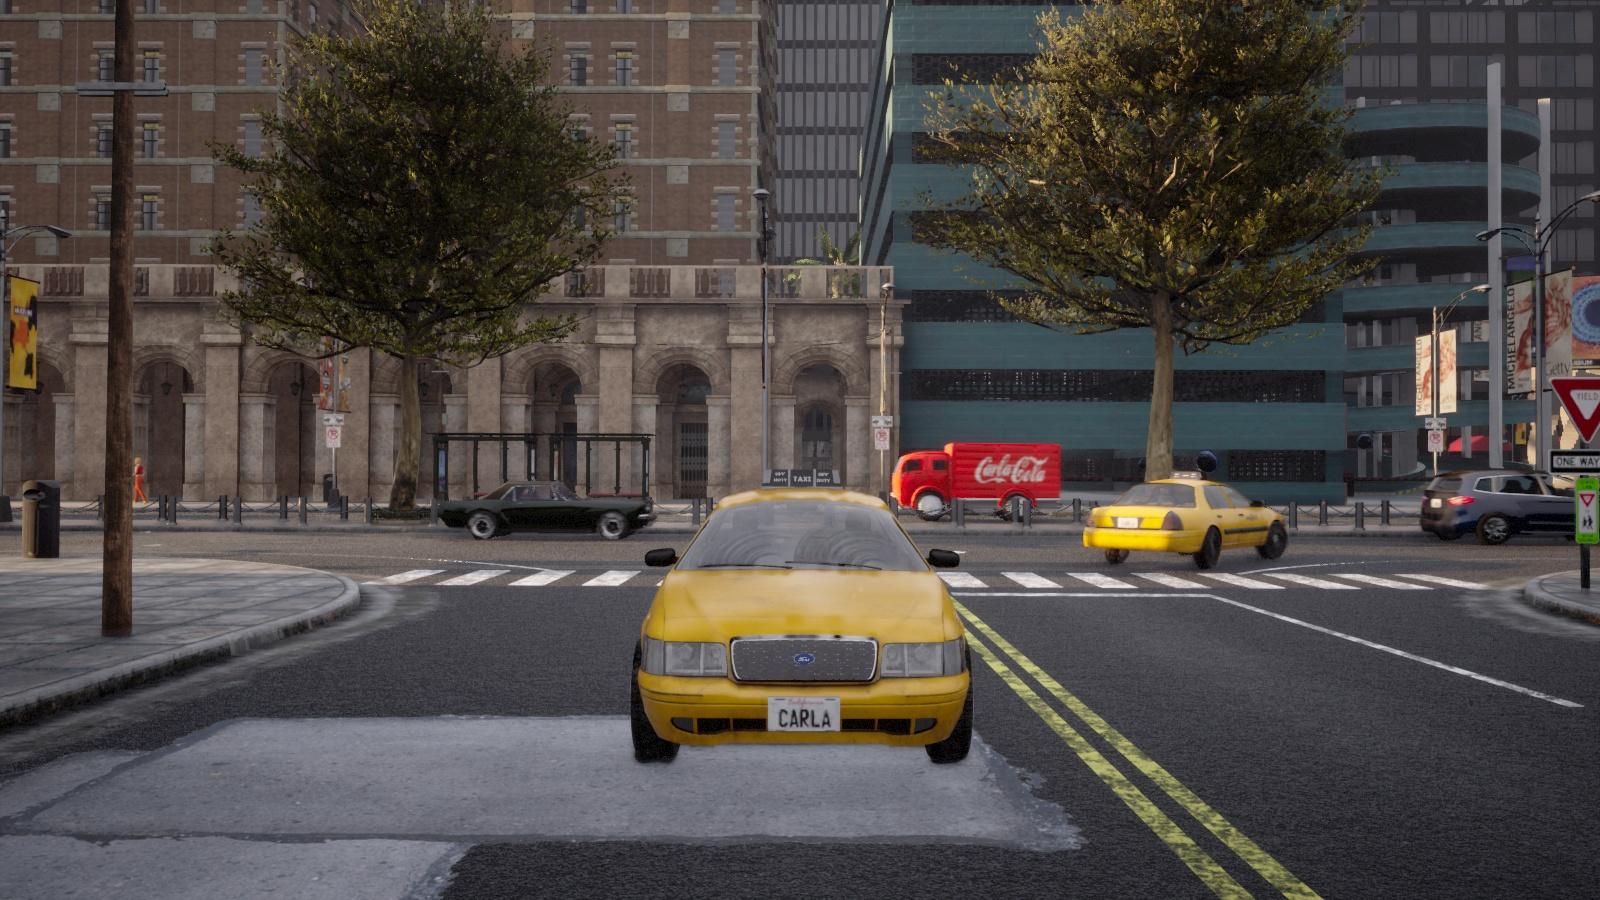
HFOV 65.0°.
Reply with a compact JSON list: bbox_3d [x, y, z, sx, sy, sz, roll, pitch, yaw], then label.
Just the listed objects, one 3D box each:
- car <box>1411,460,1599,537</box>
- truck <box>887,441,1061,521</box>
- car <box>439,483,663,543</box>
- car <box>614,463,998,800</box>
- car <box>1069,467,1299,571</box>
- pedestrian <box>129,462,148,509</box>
[{"bbox_3d":[16.648,1.067,28.315,4.611,1.667,2.242,0,-1,1],"label":"car"},{"bbox_3d":[5.440,0.976,39.975,5.204,2.467,2.627,0,-1,1],"label":"truck"},{"bbox_3d":[-5.592,1.417,28.618,4.718,1.301,1.895,0,-1,1],"label":"car"},{"bbox_3d":[0.017,0.898,8.599,1.801,1.575,5.366,0,-1,0],"label":"car"},{"bbox_3d":[6.788,1.091,21.772,1.801,1.575,5.366,-1,-1,41],"label":"car"},{"bbox_3d":[-26.158,1.408,49.663,0.594,1.836,0.345,0,-1,1],"label":"pedestrian"}]
